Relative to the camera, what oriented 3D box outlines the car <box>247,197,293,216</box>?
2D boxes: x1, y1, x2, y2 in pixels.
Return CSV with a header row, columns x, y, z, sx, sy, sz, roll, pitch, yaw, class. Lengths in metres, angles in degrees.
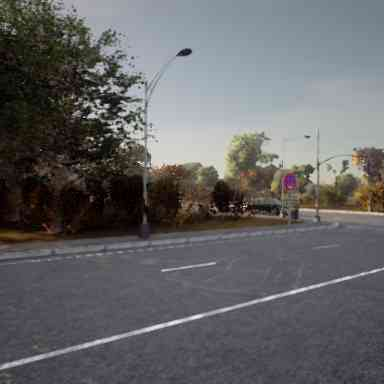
x,y,z,sx,sy,sz,roll,pitch,yaw,class
8.476,1.612,36.667,2.150,2.045,5.566,1,2,-32,car
